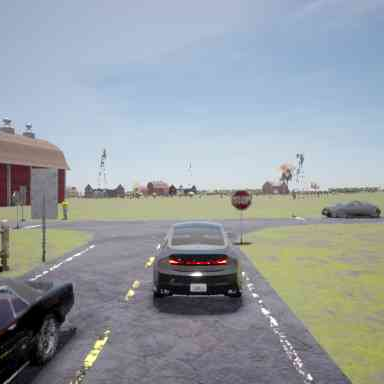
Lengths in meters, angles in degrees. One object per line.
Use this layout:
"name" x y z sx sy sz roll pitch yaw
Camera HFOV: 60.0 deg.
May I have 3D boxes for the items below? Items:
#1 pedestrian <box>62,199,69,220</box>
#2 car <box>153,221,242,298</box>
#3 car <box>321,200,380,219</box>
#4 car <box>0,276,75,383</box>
"pedestrian" -11.139 1.491 29.265 0.375 1.860 0.375 0 0 4
"car" 0.118 1.506 8.520 1.837 1.490 4.892 0 0 0
"car" 12.416 1.348 26.123 4.181 1.385 1.994 -1 0 -5
"car" -2.798 1.601 3.017 1.895 1.301 4.718 0 0 1
